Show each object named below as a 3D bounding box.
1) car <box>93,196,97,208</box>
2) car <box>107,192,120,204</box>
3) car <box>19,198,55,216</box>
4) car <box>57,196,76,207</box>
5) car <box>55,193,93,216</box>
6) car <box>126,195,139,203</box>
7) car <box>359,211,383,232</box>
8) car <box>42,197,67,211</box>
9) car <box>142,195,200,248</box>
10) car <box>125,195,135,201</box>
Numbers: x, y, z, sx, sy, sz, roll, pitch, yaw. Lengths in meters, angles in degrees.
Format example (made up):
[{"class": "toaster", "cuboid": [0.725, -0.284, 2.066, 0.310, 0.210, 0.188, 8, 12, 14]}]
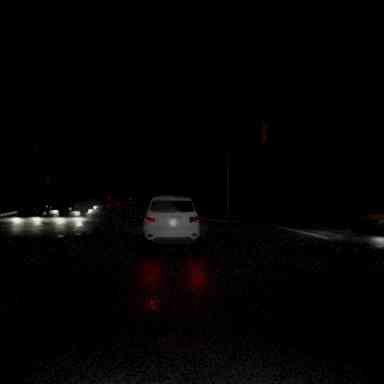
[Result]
[{"class": "car", "cuboid": [-13.268, 1.409, 41.242, 1.994, 1.385, 4.181, 0, 0, -13]}, {"class": "car", "cuboid": [-14.396, 1.044, 61.148, 2.150, 2.045, 5.566, 0, 0, -13]}, {"class": "car", "cuboid": [-14.635, 1.367, 31.137, 1.882, 1.535, 5.008, 0, 0, -12]}, {"class": "car", "cuboid": [-19.120, 1.384, 50.837, 2.033, 1.411, 5.357, 0, 0, -13]}, {"class": "car", "cuboid": [-11.250, 1.102, 32.043, 2.150, 2.045, 5.566, 0, 0, -11]}, {"class": "car", "cuboid": [-10.985, 1.361, 61.935, 2.033, 1.411, 5.357, 0, 0, -13]}, {"class": "car", "cuboid": [11.876, 1.538, 18.589, 5.008, 1.535, 1.882, 1, 0, -10]}, {"class": "car", "cuboid": [-16.737, 1.401, 40.738, 2.033, 1.411, 5.357, 0, 0, -13]}, {"class": "car", "cuboid": [-1.008, 1.161, 14.726, 2.150, 2.045, 5.566, 0, 0, -7]}, {"class": "car", "cuboid": [-13.402, 1.310, 72.079, 1.895, 1.301, 4.718, 0, 0, -13]}]
